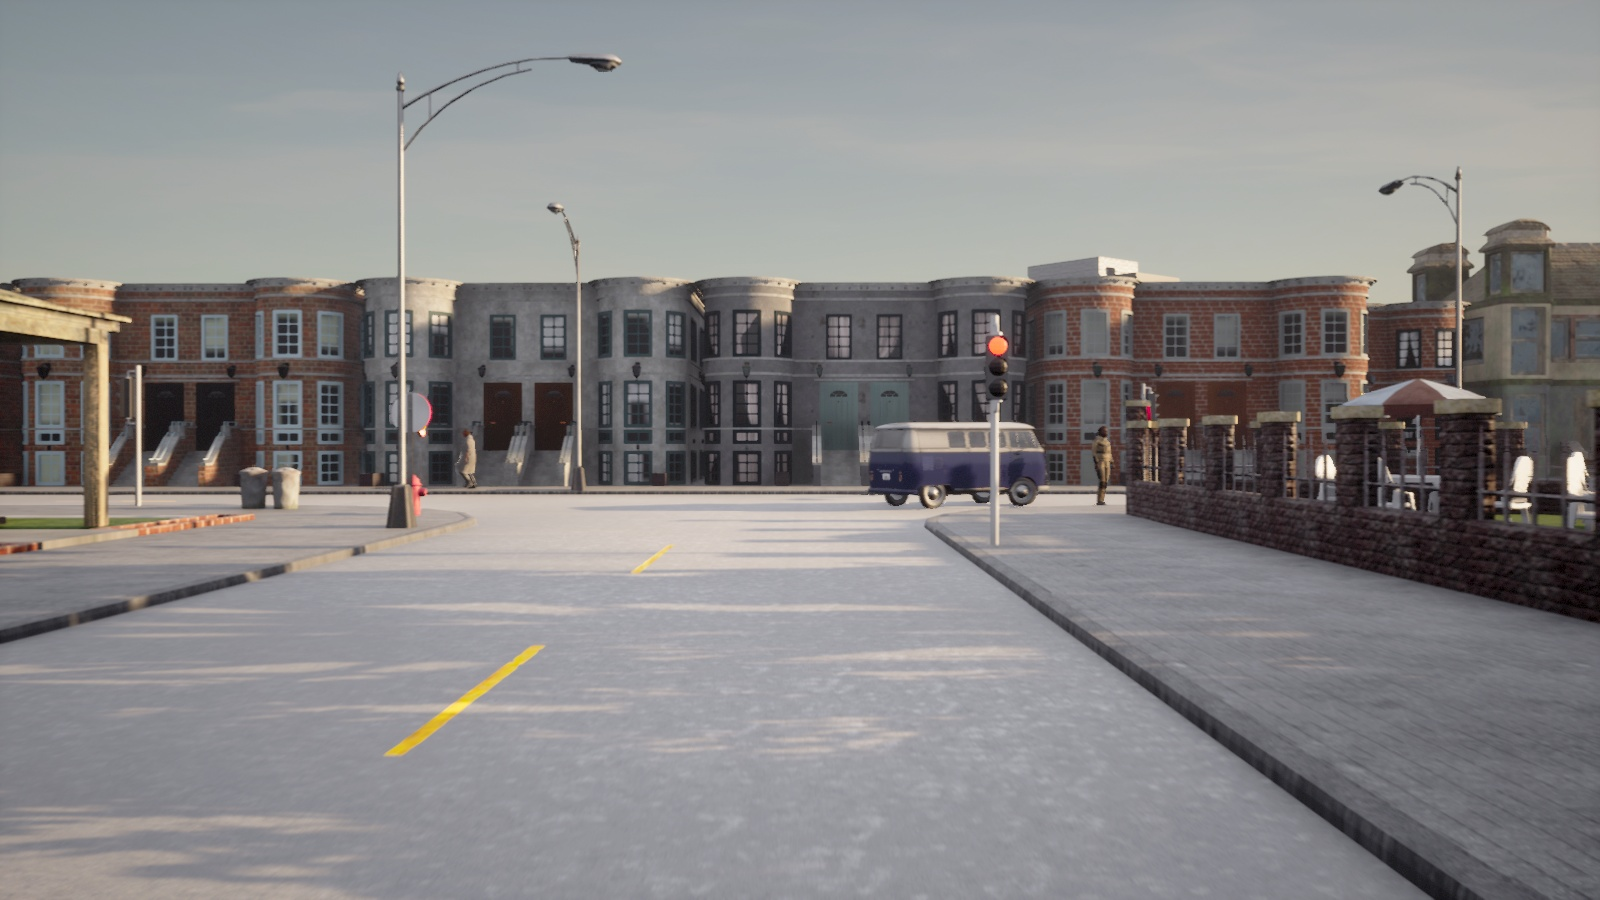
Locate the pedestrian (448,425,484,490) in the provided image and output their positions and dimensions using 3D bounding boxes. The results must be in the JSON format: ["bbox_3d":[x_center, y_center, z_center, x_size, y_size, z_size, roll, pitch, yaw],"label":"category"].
[{"bbox_3d":[-10.117,0.234,38.047,0.873,1.952,0.659,0,0,3],"label":"pedestrian"}]

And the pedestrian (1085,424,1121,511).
[{"bbox_3d":[6.846,0.392,28.395,0.396,1.930,0.692,0,0,-34],"label":"pedestrian"}]

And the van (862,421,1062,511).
[{"bbox_3d":[3.819,0.337,29.433,4.442,1.987,1.775,0,0,-28],"label":"van"}]
